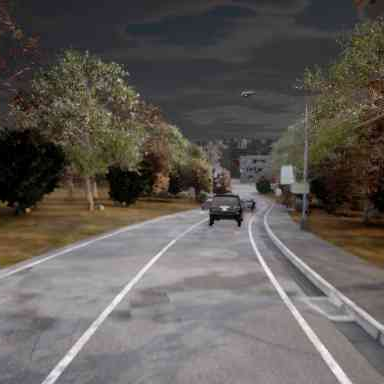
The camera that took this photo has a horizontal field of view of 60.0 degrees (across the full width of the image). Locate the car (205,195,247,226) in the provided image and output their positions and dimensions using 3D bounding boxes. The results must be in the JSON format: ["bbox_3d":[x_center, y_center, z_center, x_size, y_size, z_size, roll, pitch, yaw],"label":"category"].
[{"bbox_3d":[2.566,1.203,23.800,2.150,2.045,5.566,1,0,11],"label":"car"}]

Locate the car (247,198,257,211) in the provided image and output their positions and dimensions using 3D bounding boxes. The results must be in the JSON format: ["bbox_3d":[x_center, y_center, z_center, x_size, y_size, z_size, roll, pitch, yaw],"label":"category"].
[{"bbox_3d":[6.984,1.491,41.799,2.128,1.511,4.902,1,0,15],"label":"car"}]

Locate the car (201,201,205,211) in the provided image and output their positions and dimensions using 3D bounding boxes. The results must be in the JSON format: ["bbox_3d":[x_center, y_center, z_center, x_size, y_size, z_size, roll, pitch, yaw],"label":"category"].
[{"bbox_3d":[2.421,1.431,38.910,1.812,1.442,4.674,1,0,16],"label":"car"}]
